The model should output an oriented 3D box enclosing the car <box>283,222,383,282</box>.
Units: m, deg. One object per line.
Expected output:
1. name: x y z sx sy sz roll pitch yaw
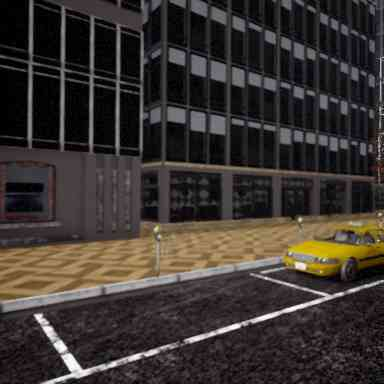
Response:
1. car: 4.758 1.596 9.945 4.829 1.417 1.752 1 0 -35
